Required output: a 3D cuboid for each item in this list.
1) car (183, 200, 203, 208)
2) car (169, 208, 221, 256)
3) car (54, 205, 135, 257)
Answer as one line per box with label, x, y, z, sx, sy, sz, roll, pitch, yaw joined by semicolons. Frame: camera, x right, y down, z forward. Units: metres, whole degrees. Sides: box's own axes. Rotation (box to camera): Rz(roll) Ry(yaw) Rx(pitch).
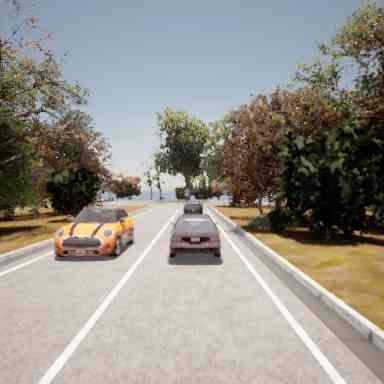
car;0.117;1.536;33.459;2.128;1.511;4.902;0;0;0
car;0.108;1.568;13.120;2.033;1.411;5.357;0;0;0
car;-3.593;1.372;12.999;2.097;1.767;4.553;0;0;0
